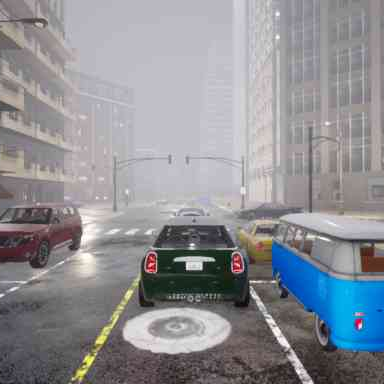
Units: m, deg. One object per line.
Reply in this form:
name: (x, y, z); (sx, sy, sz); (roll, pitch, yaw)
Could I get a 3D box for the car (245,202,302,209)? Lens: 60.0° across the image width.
car: (5.926, 1.490, 25.842); (5.357, 1.411, 2.033); (-1, 0, -7)

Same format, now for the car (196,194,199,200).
car: (2.429, 1.703, 82.640); (1.887, 1.381, 4.507); (0, 0, 0)

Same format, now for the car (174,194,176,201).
car: (-5.442, 1.705, 77.075); (1.947, 1.339, 4.313); (0, 0, 0)

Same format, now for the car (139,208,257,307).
car: (0.050, 1.355, 8.120); (2.097, 1.767, 4.553); (0, 0, 0)

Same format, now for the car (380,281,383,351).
car: (2.569, 1.526, 0.536); (1.752, 1.417, 4.829); (0, 0, 0)

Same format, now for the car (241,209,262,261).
car: (2.550, 1.531, 11.606); (1.752, 1.417, 4.829); (0, 0, 0)

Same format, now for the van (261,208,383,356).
van: (2.562, 1.343, 5.900); (1.690, 1.788, 3.998); (0, 0, 0)

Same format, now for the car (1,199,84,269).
car: (-5.328, 1.320, 11.417); (2.192, 1.841, 5.009); (0, 0, 0)

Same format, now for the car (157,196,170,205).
car: (-5.413, 1.612, 60.247); (1.752, 1.417, 4.829); (0, 0, 0)

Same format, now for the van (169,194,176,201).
van: (-5.469, 1.541, 93.731); (1.690, 1.788, 3.998); (0, 0, 0)

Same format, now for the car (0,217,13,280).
car: (-5.319, 1.442, 5.880); (1.967, 1.590, 4.097); (0, 0, 0)

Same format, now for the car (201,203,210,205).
car: (-0.029, 1.536, 17.164); (1.812, 1.442, 4.674); (0, 0, 0)

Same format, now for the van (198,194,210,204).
van: (2.468, 1.428, 60.431); (1.690, 1.788, 3.998); (0, 0, 0)

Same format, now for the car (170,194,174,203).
car: (-5.432, 1.560, 71.523); (1.967, 1.590, 4.097); (0, 0, 0)
